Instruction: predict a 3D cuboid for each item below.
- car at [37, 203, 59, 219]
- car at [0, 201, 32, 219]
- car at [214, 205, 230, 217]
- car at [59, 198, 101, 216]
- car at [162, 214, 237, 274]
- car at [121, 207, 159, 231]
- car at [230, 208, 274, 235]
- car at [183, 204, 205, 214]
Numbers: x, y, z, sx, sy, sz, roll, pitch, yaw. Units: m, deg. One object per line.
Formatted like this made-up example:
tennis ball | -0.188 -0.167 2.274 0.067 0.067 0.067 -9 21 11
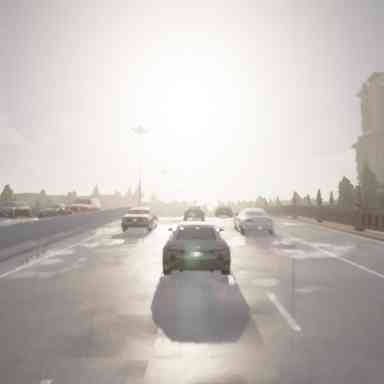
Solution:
car | -13.896 1.941 33.728 1.837 1.490 4.892 0 -2 0
car | -17.417 1.684 32.027 2.097 1.767 4.553 0 -2 1
car | 3.727 2.300 40.581 1.882 1.535 5.008 0 -4 0
car | -10.413 1.578 32.096 2.150 2.045 5.566 0 -2 1
car | 0.129 1.654 10.918 1.994 1.385 4.181 0 0 0
car | -3.335 1.720 21.915 2.033 1.411 5.357 0 0 0
car | 3.660 1.698 20.088 1.812 1.442 4.674 0 0 0
car | 0.206 1.827 29.961 1.812 1.442 4.674 0 -2 0
